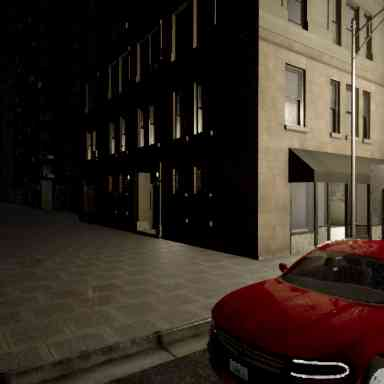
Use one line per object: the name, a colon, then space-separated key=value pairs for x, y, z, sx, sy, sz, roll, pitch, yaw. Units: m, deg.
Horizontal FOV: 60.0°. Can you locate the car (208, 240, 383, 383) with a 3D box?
car: x=2.490 y=1.478 z=4.724 sx=5.008 sy=1.535 sz=1.882 roll=0 pitch=0 yaw=-35
